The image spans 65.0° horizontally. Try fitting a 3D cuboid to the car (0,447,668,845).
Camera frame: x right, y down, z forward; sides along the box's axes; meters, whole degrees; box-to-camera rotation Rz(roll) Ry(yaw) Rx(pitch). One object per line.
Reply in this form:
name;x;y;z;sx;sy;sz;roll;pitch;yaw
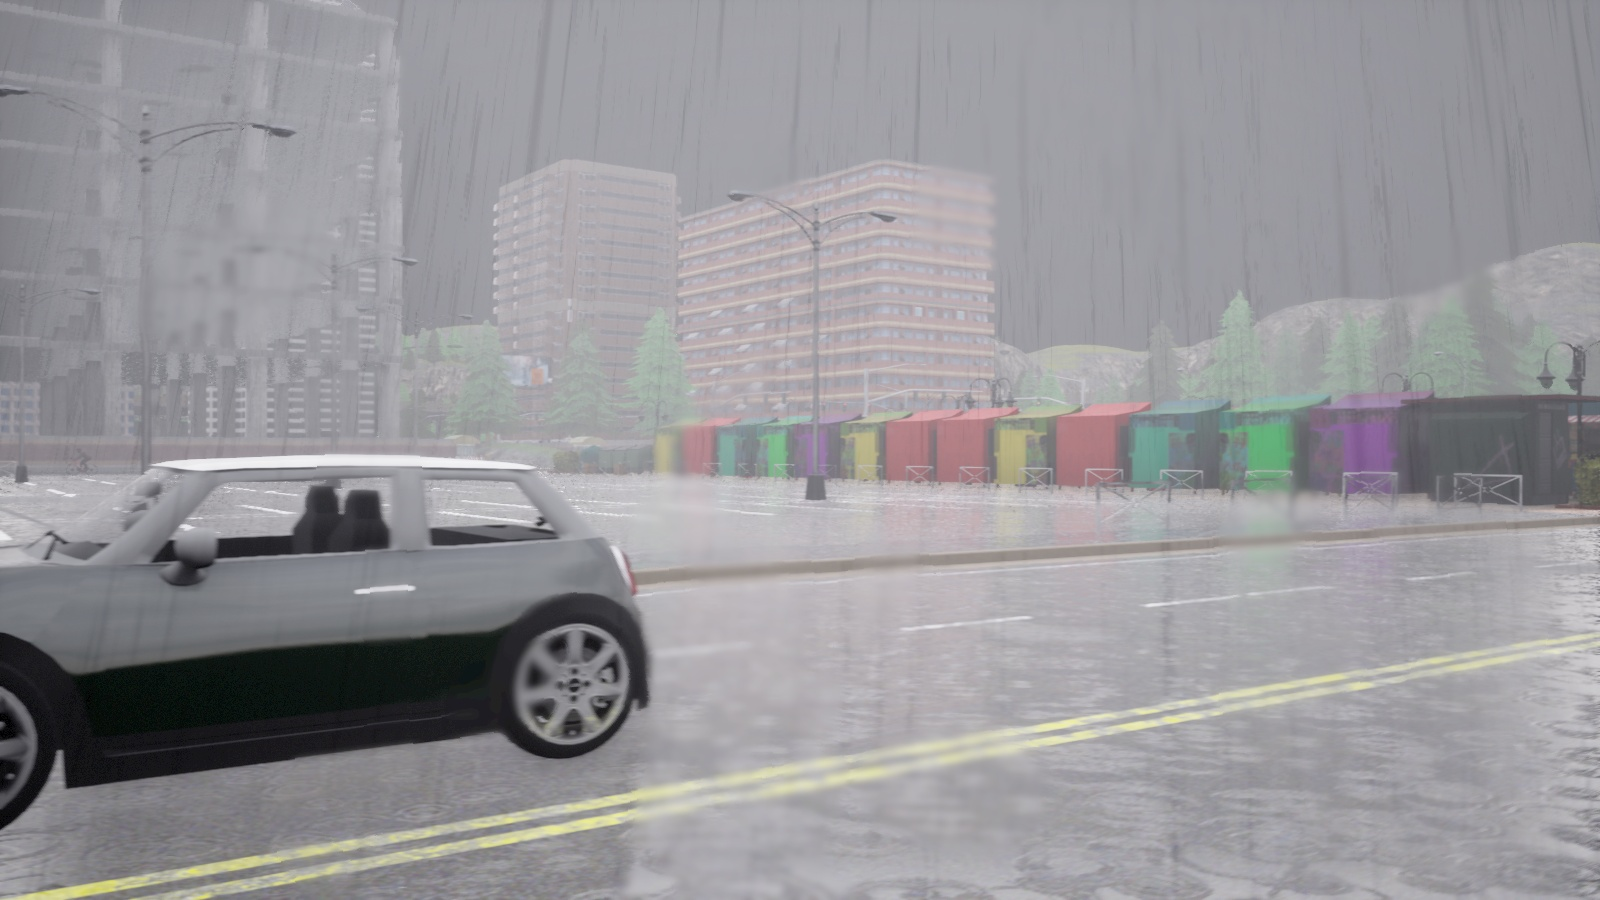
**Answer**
car;-2.783;0.730;5.979;3.806;1.475;1.970;0;0;-34
